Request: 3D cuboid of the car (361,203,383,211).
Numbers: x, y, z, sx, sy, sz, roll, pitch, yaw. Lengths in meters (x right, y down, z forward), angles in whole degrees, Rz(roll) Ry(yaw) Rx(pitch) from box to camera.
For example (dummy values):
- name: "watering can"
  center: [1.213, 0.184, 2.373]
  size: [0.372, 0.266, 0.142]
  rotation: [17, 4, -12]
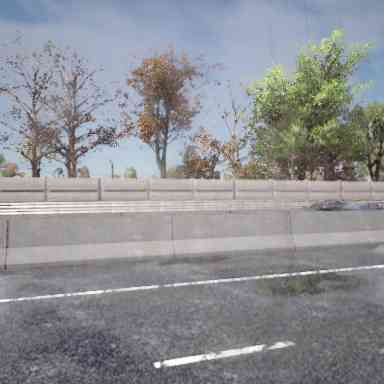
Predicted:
- name: "car"
  center: [14.148, 1.462, 22.035]
  size: [4.902, 1.511, 2.128]
  rotation: [0, 0, -18]

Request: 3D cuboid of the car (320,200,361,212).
- name: "car"
  center: [12.802, 1.517, 25.279]
  size: [5.357, 1.411, 2.033]
  rotation: [0, 0, -18]

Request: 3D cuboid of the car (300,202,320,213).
- name: "car"
  center: [11.663, 1.473, 28.587]
  size: [4.892, 1.490, 1.837]
  rotation: [0, 0, -18]
